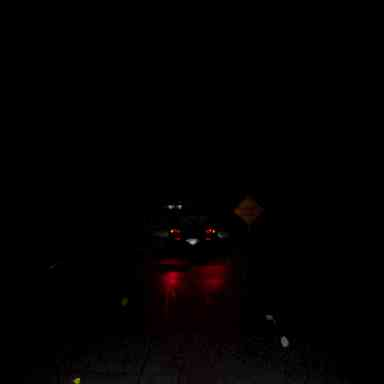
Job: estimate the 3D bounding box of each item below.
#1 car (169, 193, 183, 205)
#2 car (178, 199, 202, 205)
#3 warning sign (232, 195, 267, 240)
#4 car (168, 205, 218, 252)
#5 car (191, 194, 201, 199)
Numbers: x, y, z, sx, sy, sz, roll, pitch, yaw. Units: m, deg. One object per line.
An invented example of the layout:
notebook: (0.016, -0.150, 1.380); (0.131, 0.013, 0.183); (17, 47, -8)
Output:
car: (-2.793, 1.244, 58.118); (2.150, 2.045, 5.566); (0, -1, 1)
car: (0.045, 1.505, 27.289); (1.895, 1.301, 4.718); (0, 0, 1)
warning sign: (2.432, 1.061, 14.241); (1.300, 1.860, 1.060); (-1, -1, 0)
car: (0.052, 1.473, 13.524); (1.812, 1.442, 4.674); (0, 0, 1)
car: (0.977, 1.550, 84.274); (2.150, 2.045, 5.566); (0, -1, 0)
